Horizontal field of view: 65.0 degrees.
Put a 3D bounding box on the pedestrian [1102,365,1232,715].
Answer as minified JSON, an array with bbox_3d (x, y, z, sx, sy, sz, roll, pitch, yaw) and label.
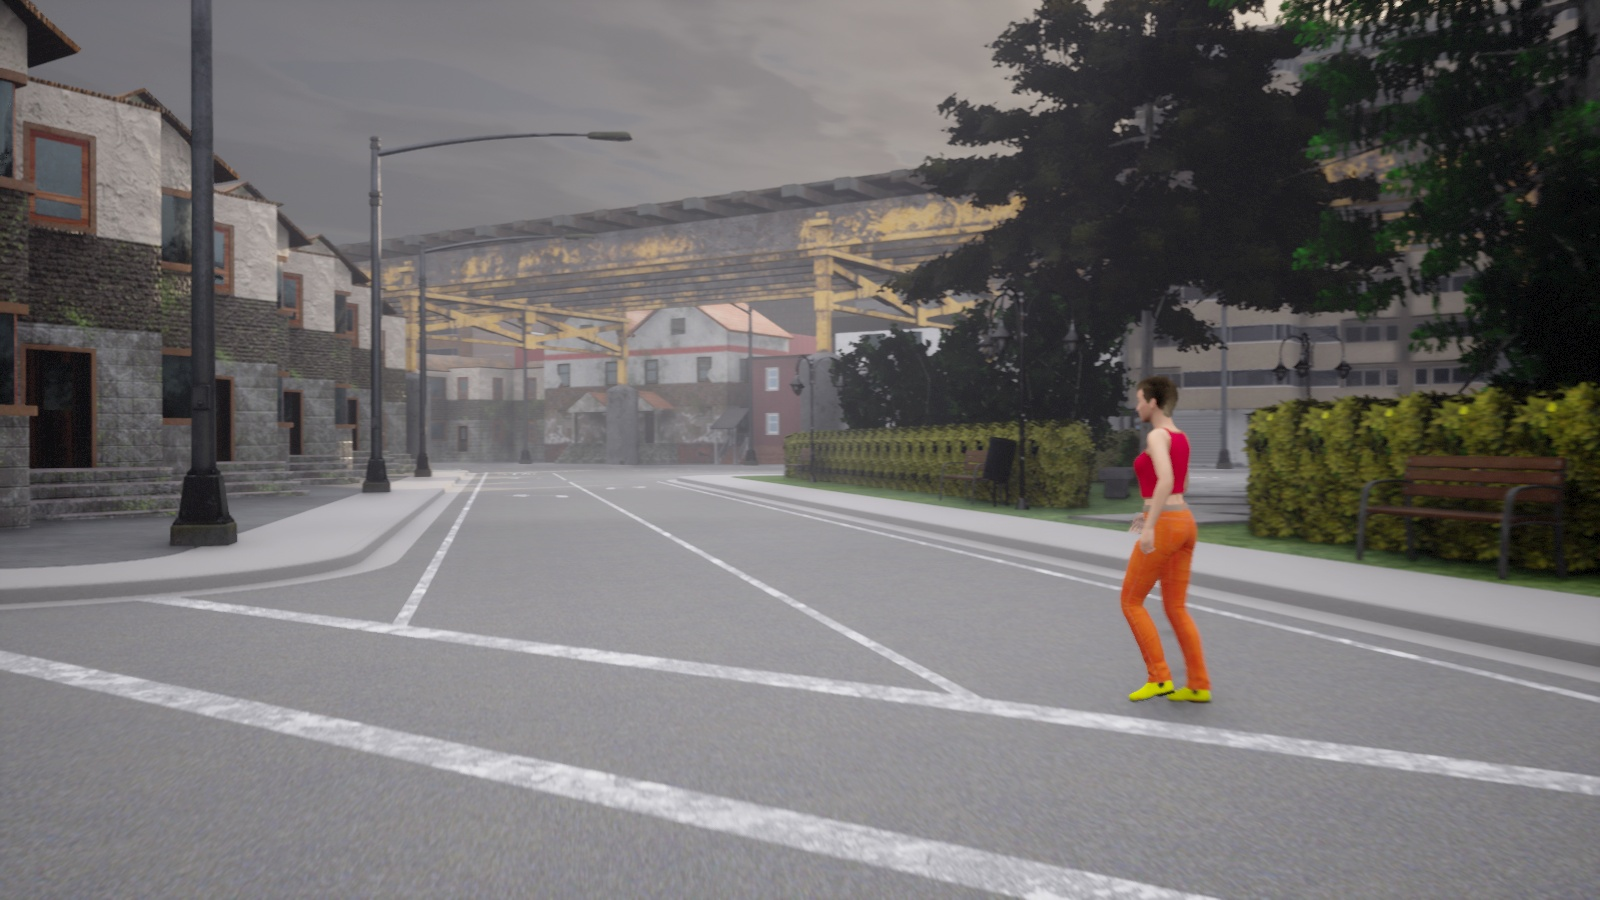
[{"bbox_3d":[2.019,0.472,6.926,0.594,1.836,0.345,0,0,44],"label":"pedestrian"}]
